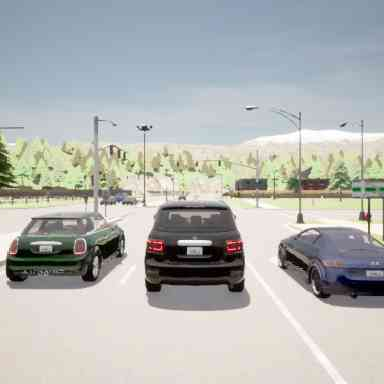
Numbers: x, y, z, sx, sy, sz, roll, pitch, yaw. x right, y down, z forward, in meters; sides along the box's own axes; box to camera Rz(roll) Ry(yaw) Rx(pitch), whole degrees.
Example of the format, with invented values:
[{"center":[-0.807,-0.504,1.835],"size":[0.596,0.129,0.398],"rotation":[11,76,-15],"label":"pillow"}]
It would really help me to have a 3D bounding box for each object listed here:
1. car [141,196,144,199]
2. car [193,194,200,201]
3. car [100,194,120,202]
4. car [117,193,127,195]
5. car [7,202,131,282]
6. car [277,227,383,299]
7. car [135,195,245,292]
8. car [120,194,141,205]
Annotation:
[{"center":[-10.658,1.526,67.874],"size":[1.812,1.442,4.674],"rotation":[0,0,1],"label":"car"},{"center":[1.116,1.311,83.397],"size":[1.882,1.535,5.008],"rotation":[0,0,1],"label":"car"},{"center":[-14.392,1.564,57.206],"size":[1.994,1.385,4.181],"rotation":[0,0,1],"label":"car"},{"center":[-14.186,1.222,66.561],"size":[2.150,2.045,5.566],"rotation":[0,0,1],"label":"car"},{"center":[-3.417,1.352,9.946],"size":[2.097,1.767,4.553],"rotation":[0,0,0],"label":"car"},{"center":[3.578,1.564,8.505],"size":[1.994,1.385,4.181],"rotation":[0,0,0],"label":"car"},{"center":[0.075,1.221,9.051],"size":[2.150,2.045,5.566],"rotation":[0,0,1],"label":"car"},{"center":[-10.864,1.547,58.292],"size":[2.033,1.411,5.357],"rotation":[0,0,1],"label":"car"}]
